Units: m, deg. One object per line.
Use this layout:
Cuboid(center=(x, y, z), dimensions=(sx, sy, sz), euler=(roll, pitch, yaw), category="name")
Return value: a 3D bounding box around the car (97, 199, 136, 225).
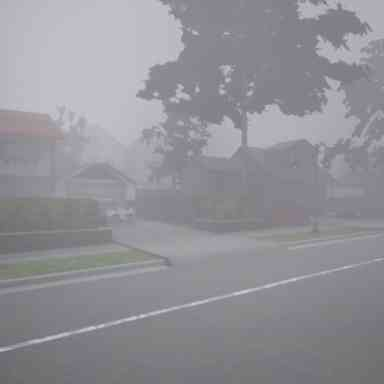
Cuboid(center=(-5.099, 1.189, 20.986), dimensions=(1.970, 1.475, 3.806), euler=(0, 0, -35), category="car")
